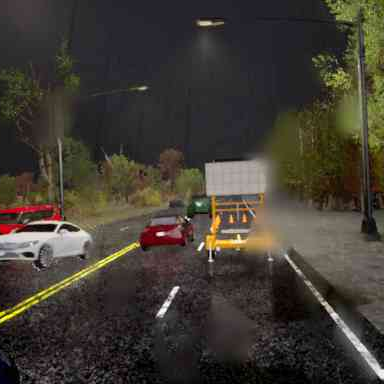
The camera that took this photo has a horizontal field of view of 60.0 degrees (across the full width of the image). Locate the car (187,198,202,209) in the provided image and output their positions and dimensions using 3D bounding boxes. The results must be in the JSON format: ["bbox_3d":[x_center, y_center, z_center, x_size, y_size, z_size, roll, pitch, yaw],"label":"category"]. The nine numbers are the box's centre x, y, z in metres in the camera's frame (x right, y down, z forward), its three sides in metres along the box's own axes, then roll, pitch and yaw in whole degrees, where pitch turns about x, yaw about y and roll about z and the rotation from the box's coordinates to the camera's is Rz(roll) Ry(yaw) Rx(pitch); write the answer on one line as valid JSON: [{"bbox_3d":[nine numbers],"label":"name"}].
[{"bbox_3d":[0.407,1.794,53.364,1.812,1.442,4.674,-3,0,8],"label":"car"}]

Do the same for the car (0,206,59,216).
[{"bbox_3d":[-7.899,1.733,14.836,2.150,2.045,5.566,-3,0,7],"label":"car"}]

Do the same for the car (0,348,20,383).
[{"bbox_3d":[-2.741,1.570,1.470,1.994,1.385,4.181,0,0,6],"label":"car"}]

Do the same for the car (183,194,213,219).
[{"bbox_3d":[0.780,1.294,29.440,2.150,2.045,5.566,-2,-3,4],"label":"car"}]

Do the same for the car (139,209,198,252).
[{"bbox_3d":[-1.046,1.732,15.324,1.994,1.385,4.181,-5,-2,6],"label":"car"}]

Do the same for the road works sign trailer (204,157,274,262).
[{"bbox_3d":[1.733,0.539,12.604,2.380,3.560,2.880,-3,0,7],"label":"road works sign trailer"}]

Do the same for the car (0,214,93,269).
[{"bbox_3d":[-5.022,1.729,11.542,1.812,1.442,4.674,-2,-8,7],"label":"car"}]

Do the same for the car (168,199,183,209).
[{"bbox_3d":[-2.587,1.954,55.467,2.033,1.411,5.357,-3,0,8],"label":"car"}]
